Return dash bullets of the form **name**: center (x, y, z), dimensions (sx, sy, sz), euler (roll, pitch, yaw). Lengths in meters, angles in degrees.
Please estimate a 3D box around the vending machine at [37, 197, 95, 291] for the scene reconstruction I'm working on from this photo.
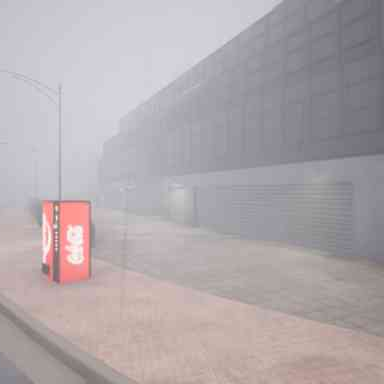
- **vending machine**: center (-3.113, 1.195, 8.241), dimensions (1.100, 2.100, 0.880), euler (0, 0, -41)
